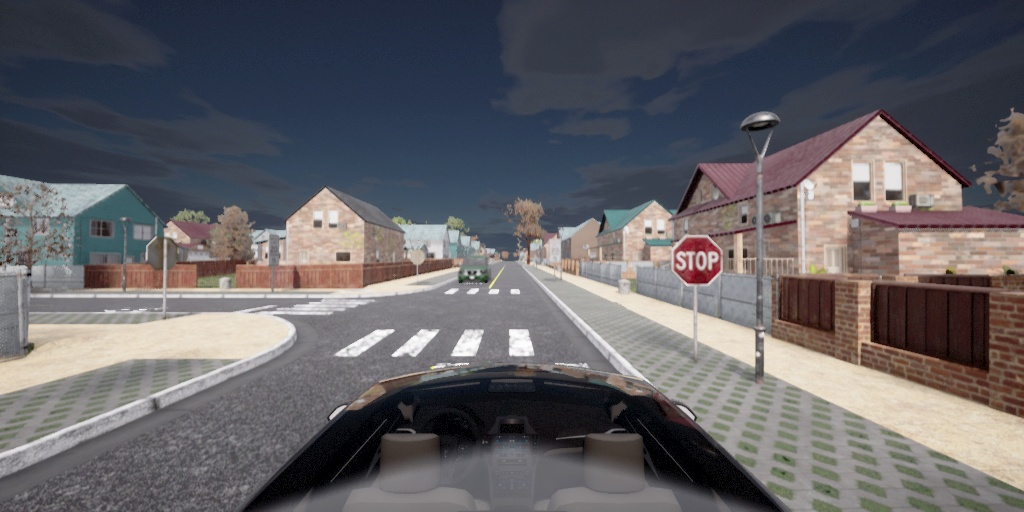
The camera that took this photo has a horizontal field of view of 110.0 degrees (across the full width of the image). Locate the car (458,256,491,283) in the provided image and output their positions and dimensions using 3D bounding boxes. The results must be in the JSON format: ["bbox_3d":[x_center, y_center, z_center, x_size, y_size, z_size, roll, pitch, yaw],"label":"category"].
[{"bbox_3d":[-2.768,1.040,27.567,2.150,2.045,5.566,0,2,0],"label":"car"}]
